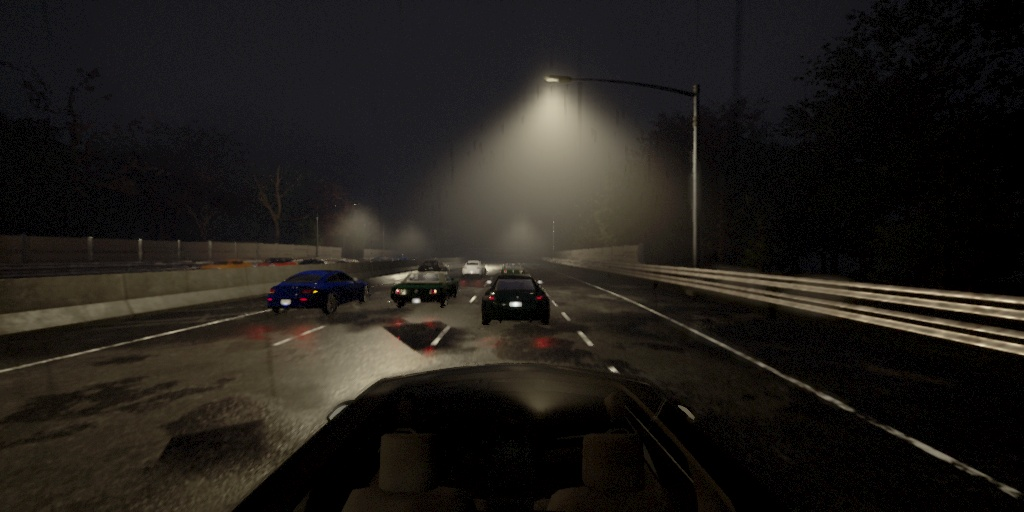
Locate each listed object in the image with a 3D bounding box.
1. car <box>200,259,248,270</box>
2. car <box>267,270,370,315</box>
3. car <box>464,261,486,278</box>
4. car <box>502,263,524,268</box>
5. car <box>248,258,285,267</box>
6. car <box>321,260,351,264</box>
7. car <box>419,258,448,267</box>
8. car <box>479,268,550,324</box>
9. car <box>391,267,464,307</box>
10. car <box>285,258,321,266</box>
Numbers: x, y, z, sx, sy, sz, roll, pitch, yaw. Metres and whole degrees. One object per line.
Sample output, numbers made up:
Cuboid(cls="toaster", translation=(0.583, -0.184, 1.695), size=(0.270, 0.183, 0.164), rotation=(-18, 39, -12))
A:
Cuboid(cls="car", translation=(-28.095, 1.102, 35.438), size=(1.882, 1.535, 5.008), rotation=(0, 0, 0))
Cuboid(cls="car", translation=(-6.902, 1.229, 13.241), size=(1.812, 1.442, 4.674), rotation=(0, 0, 0))
Cuboid(cls="car", translation=(-3.421, 1.161, 32.625), size=(1.812, 1.442, 4.674), rotation=(0, 0, 0))
Cuboid(cls="car", translation=(0.095, 1.245, 30.057), size=(1.895, 1.301, 4.718), rotation=(0, 0, 0))
Cuboid(cls="car", translation=(-24.595, 0.970, 37.381), size=(2.097, 1.767, 4.553), rotation=(0, 0, 0))
Cuboid(cls="car", translation=(-17.598, 1.183, 37.374), size=(1.994, 1.385, 4.181), rotation=(0, 0, 0))
Cuboid(cls="car", translation=(-6.907, 1.143, 31.590), size=(1.837, 1.490, 4.892), rotation=(0, 0, 0))
Cuboid(cls="car", translation=(0.098, 1.273, 11.733), size=(1.994, 1.385, 4.181), rotation=(0, 0, 0))
Cuboid(cls="car", translation=(-3.401, 1.297, 14.999), size=(1.895, 1.301, 4.718), rotation=(0, 0, 0))
Cuboid(cls="car", translation=(-21.097, 1.123, 37.543), size=(1.837, 1.490, 4.892), rotation=(0, 0, 0))
